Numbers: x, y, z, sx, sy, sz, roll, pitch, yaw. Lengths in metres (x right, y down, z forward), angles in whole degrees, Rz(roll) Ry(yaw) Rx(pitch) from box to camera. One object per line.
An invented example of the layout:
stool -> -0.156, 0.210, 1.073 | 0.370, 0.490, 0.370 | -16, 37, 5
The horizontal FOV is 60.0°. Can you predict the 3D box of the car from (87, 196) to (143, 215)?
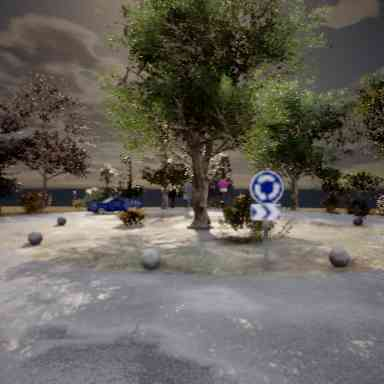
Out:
car -> -6.951, 1.164, 30.111 | 5.008, 1.535, 1.882 | 0, 0, -33
